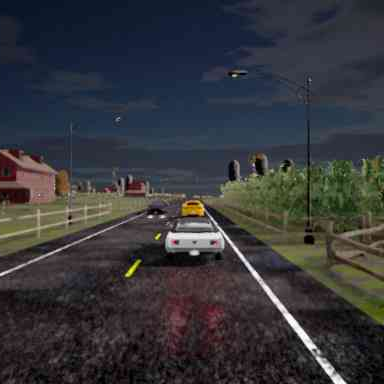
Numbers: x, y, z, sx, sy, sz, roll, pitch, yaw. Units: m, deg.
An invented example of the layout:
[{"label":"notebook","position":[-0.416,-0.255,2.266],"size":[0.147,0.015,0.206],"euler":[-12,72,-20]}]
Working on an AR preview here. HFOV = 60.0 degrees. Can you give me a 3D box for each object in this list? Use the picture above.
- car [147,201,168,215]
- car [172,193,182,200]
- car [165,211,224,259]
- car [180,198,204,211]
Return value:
[{"label":"car","position":[-3.609,1.672,35.703],"size":[2.033,1.411,5.357],"euler":[0,0,0]},{"label":"car","position":[-3.522,1.312,78.310],"size":[2.150,2.045,5.566],"euler":[0,0,0]},{"label":"car","position":[0.088,1.641,12.753],"size":[1.895,1.301,4.718],"euler":[0,0,0]},{"label":"car","position":[0.087,1.584,31.162],"size":[1.882,1.535,5.008],"euler":[0,0,0]}]
